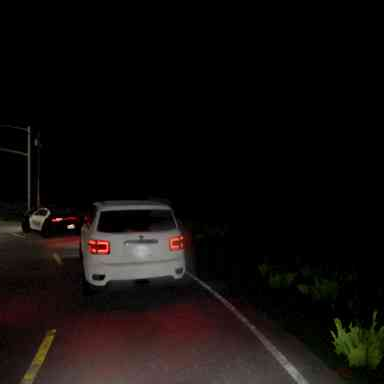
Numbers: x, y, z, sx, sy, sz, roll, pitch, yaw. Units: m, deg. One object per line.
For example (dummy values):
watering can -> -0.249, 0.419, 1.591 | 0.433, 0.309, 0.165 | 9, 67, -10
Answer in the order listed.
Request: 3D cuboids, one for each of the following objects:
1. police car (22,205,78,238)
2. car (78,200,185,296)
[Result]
police car -> -7.490, 1.500, 17.841 | 2.038, 1.542, 4.974 | 0, 0, -43
car -> -1.859, 1.219, 9.022 | 2.150, 2.045, 5.566 | 0, 0, -19
